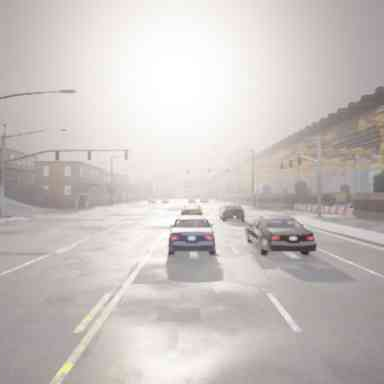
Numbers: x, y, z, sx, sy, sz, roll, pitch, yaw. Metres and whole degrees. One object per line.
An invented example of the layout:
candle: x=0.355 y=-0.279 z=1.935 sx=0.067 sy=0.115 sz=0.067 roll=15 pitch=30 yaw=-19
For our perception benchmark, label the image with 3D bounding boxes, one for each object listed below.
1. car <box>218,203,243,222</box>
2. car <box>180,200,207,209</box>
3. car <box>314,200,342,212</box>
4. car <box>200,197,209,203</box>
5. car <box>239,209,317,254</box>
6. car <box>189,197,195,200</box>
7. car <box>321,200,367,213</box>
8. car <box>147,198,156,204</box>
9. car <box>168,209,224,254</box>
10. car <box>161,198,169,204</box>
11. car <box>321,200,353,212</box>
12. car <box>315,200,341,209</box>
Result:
car: x=3.482 y=1.779 z=29.305 sx=1.837 sy=1.490 sz=4.892 roll=0 pitch=0 yaw=0
car: x=-0.018 y=1.764 z=29.298 sx=2.128 sy=1.511 sz=4.902 roll=0 pitch=0 yaw=0
car: x=19.395 y=1.890 z=47.359 sx=2.038 sy=1.542 sz=4.974 roll=-1 pitch=-1 yaw=44
car: x=3.428 y=2.357 z=88.689 sx=1.895 sy=1.301 sz=4.718 roll=0 pitch=-1 yaw=0
car: x=3.490 y=1.677 z=13.991 sx=2.033 sy=1.411 sz=5.357 roll=0 pitch=0 yaw=0
car: x=-0.072 y=2.302 z=88.659 sx=2.033 sy=1.411 sz=5.357 roll=0 pitch=-1 yaw=0
car: x=19.410 y=1.848 z=42.752 sx=2.038 sy=1.542 sz=4.974 roll=0 pitch=-1 yaw=-36
car: x=-10.571 y=2.332 z=87.505 sx=1.812 sy=1.442 sz=4.674 roll=0 pitch=-1 yaw=0
car: x=-0.010 y=1.677 z=13.988 sx=2.033 sy=1.411 sz=5.357 roll=0 pitch=0 yaw=0
car: x=-7.071 y=2.347 z=87.507 sx=2.033 sy=1.411 sz=5.357 roll=0 pitch=-1 yaw=0
car: x=19.441 y=1.690 z=42.711 sx=1.853 sy=1.218 sz=4.536 roll=0 pitch=-1 yaw=-36
car: x=19.431 y=1.733 z=47.399 sx=1.853 sy=1.218 sz=4.536 roll=-1 pitch=-1 yaw=44
